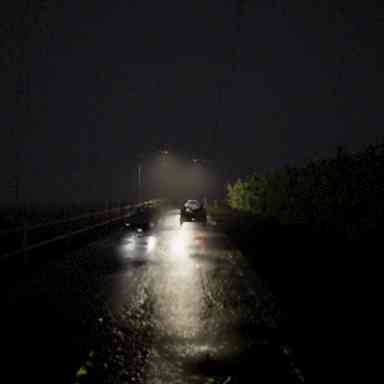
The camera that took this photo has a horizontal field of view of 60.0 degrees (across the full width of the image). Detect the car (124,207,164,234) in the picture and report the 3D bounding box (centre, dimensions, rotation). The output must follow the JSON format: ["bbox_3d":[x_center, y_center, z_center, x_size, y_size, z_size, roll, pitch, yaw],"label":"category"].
[{"bbox_3d":[-2.766,1.653,20.267,2.033,1.411,5.357,0,0,0],"label":"car"}]

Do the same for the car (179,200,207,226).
[{"bbox_3d":[0.079,1.613,24.349,2.128,1.511,4.902,0,0,0],"label":"car"}]

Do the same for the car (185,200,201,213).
[{"bbox_3d":[0.070,1.730,40.394,1.812,1.442,4.674,0,0,0],"label":"car"}]
